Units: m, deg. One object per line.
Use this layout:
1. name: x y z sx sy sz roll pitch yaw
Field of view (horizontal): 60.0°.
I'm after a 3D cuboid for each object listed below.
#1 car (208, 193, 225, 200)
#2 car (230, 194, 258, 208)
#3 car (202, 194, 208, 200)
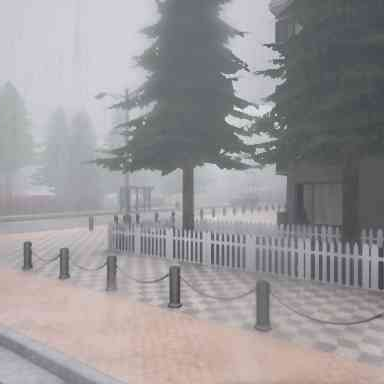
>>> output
1. car: 6.531 1.143 82.549 1.932 1.855 4.605 0 0 36
2. car: 7.690 1.310 48.490 2.150 2.045 5.566 0 0 37
3. car: 4.267 1.145 83.708 1.905 1.878 3.866 0 0 36
